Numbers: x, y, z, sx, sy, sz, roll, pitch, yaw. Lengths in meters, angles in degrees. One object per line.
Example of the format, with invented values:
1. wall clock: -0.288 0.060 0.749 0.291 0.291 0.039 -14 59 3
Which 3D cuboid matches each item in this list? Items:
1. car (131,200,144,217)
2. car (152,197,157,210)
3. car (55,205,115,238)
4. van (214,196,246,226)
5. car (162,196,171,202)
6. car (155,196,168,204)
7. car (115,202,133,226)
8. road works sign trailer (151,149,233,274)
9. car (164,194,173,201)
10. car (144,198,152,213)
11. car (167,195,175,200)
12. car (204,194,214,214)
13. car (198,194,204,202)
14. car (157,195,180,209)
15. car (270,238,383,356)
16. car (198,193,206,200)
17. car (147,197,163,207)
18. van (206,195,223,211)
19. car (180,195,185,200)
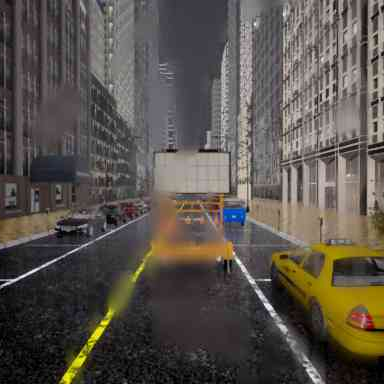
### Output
1. car: -5.693 1.538 28.838 1.887 1.381 4.507 -1 0 0
2. car: -5.691 1.572 40.206 1.802 1.307 4.206 -1 0 0
3. car: -5.695 1.547 17.471 2.008 1.369 4.403 -1 0 0
4. van: 2.685 1.336 23.153 1.690 1.788 3.998 -1 0 0
5. car: -5.685 1.563 74.307 1.802 1.307 4.206 -1 0 0
6. car: -5.687 1.535 62.940 2.008 1.369 4.403 -1 0 0
7. car: -5.694 1.560 23.155 1.947 1.339 4.313 -1 0 0
8. road works sign trailer: 0.003 0.462 10.502 2.380 3.560 2.880 0 0 0
9. car: -5.686 1.419 79.991 1.967 1.590 4.097 -1 0 0
10. car: -5.693 1.543 34.522 2.008 1.369 4.403 -1 0 0
11. car: -5.683 1.501 91.189 1.752 1.417 4.829 -1 0 0
12. car: 2.686 1.307 34.520 2.192 1.841 5.009 -1 0 0
13. car: 2.693 1.535 62.938 2.008 1.369 4.403 -1 0 0
14. car: -3.086 1.341 45.078 2.097 1.767 4.553 0 0 0
15. car: 2.684 1.524 6.272 1.752 1.417 4.829 -1 0 0
16. car: 2.695 1.290 91.357 2.192 1.841 5.009 -1 0 0
17. car: -5.690 1.538 51.573 2.008 1.369 4.403 -1 0 0
18. van: 2.687 1.332 40.204 1.690 1.788 3.998 -1 0 0
19. car: -2.985 1.541 88.996 1.994 1.385 4.181 0 0 0
